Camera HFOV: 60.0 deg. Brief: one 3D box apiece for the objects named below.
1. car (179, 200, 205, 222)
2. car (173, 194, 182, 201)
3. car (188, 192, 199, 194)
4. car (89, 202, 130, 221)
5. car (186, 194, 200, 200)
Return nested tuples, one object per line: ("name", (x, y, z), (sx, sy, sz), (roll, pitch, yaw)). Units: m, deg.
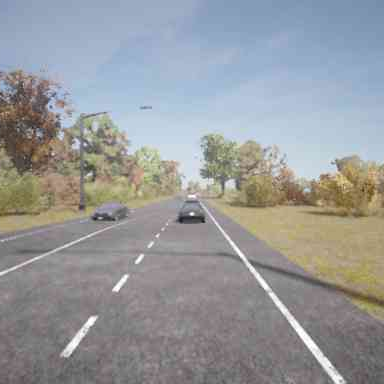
("car", (-0.007, 1.550, 26.147), (1.994, 1.385, 4.181), (0, 0, 0))
("car", (-3.525, 1.375, 81.193), (1.837, 1.490, 4.892), (0, 0, 0))
("car", (-0.025, 1.104, 79.047), (2.150, 2.045, 5.566), (0, 0, 0))
("car", (-6.501, 1.535, 27.027), (2.033, 1.411, 5.357), (0, 0, 5))
("car", (-0.013, 1.434, 45.391), (1.882, 1.535, 5.008), (0, 0, 0))
